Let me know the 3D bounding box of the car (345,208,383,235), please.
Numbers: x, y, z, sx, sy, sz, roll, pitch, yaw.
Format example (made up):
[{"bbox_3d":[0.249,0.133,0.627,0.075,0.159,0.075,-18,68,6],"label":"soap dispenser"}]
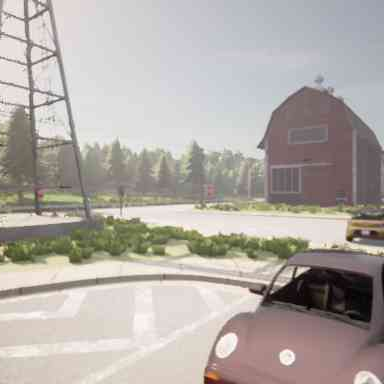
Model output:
[{"bbox_3d":[8.395,1.478,15.428,1.816,1.474,4.193,0,0,36],"label":"car"}]

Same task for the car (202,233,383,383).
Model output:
[{"bbox_3d":[1.835,1.514,4.296,1.784,1.438,3.905,0,0,36],"label":"car"}]
